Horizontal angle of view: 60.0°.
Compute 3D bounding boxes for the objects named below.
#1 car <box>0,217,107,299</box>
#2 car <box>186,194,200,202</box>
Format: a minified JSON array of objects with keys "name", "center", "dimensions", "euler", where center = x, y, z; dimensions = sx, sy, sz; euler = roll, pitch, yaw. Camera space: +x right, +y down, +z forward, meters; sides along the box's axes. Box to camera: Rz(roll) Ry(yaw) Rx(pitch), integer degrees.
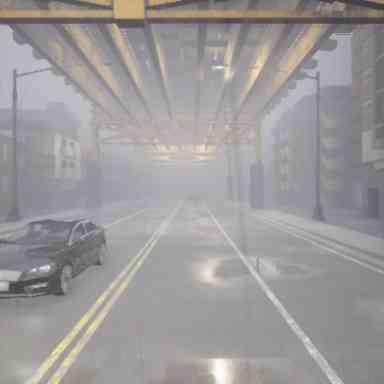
[{"name":"car","center":[-3.583,1.469,8.646],"dimensions":[2.128,1.511,4.902],"euler":[0,1,0]},{"name":"car","center":[0.006,1.052,59.780],"dimensions":[2.033,1.411,5.357],"euler":[0,1,0]}]
